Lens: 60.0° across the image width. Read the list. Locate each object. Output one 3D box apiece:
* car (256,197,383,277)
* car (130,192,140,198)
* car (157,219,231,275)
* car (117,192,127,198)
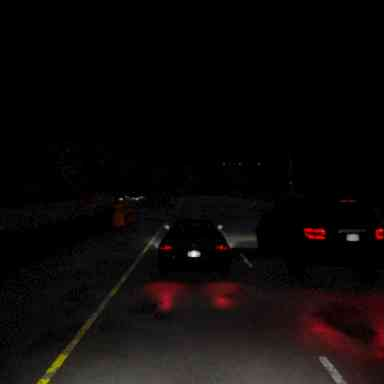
[{"bbox_3d":[3.579,1.172,10.288,2.150,2.045,5.566,0,-1,-2],"label":"car"},{"bbox_3d":[-14.610,0.891,85.537,1.994,1.385,4.181,0,1,0],"label":"car"},{"bbox_3d":[0.055,1.521,10.344,1.994,1.385,4.181,0,0,0],"label":"car"},{"bbox_3d":[-18.088,0.889,84.384,2.033,1.411,5.357,0,1,0],"label":"car"}]
